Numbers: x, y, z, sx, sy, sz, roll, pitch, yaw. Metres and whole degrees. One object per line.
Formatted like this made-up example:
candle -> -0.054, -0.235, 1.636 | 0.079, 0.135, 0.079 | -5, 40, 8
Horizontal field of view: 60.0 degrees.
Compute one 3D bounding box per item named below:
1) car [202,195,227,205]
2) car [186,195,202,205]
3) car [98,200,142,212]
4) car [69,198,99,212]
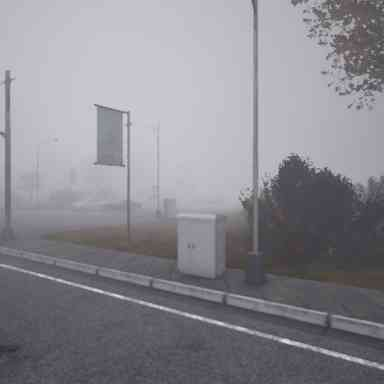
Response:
car -> 4.219, 1.437, 57.161 | 1.882, 1.535, 5.008 | 0, 0, 33
car -> 0.892, 1.305, 58.462 | 2.097, 1.767, 4.553 | 0, 0, 33
car -> -7.964, 1.561, 38.070 | 1.895, 1.301, 4.718 | 0, 0, 32
car -> -11.880, 1.481, 38.426 | 1.812, 1.442, 4.674 | 0, 0, 32
